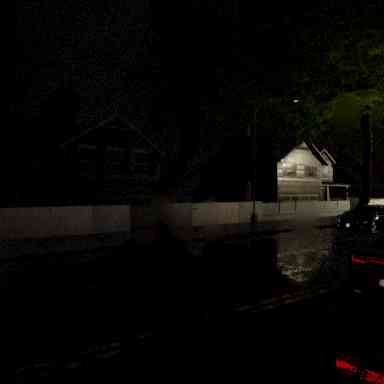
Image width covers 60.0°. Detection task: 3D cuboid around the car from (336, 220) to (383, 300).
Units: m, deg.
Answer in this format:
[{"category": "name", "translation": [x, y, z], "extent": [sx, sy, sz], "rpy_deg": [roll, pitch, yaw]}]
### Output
[{"category": "car", "translation": [5.474, 1.477, 7.348], "extent": [5.008, 1.535, 1.882], "rpy_deg": [0, 0, -36]}]

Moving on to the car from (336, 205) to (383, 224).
[{"category": "car", "translation": [10.176, 1.503, 18.938], "extent": [4.892, 1.490, 1.837], "rpy_deg": [0, 0, -36]}]
